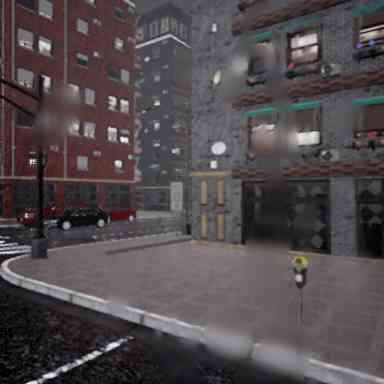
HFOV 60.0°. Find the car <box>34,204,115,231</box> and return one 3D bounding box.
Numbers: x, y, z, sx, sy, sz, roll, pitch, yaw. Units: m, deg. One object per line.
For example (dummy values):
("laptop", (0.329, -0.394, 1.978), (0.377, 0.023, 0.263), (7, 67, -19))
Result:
("car", (-8.073, 1.816, 23.325), (1.837, 1.490, 4.892), (0, -1, 34))

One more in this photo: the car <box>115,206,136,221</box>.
("car", (-6.911, 1.952, 29.432), (1.887, 1.381, 4.507), (-1, -2, 35))

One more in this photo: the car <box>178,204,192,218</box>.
("car", (1.023, 2.088, 36.124), (2.128, 1.511, 4.902), (0, -1, 35))

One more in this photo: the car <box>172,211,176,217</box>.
("car", (-0.426, 2.136, 38.590), (1.752, 1.417, 4.829), (-1, -2, 35))

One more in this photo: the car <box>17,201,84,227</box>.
("car", (-10.202, 1.619, 24.789), (2.192, 1.841, 5.009), (-1, -2, 35))
